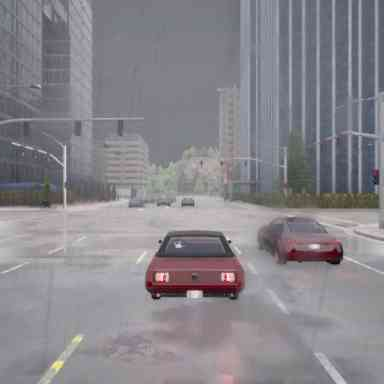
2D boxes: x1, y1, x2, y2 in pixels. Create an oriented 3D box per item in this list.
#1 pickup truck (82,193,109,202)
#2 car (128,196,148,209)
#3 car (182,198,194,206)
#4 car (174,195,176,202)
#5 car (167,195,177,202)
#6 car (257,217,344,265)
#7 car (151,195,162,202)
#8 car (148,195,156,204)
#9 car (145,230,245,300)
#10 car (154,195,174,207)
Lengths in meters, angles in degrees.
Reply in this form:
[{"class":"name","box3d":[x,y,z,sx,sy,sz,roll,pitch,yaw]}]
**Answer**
[{"class":"pickup truck","box3d":[-21.165,1.056,73.415,2.390,2.098,6.274,0,0,30]},{"class":"car","box3d":[-7.747,1.499,46.689,1.837,1.490,4.892,0,1,-1]},{"class":"car","box3d":[-0.654,1.562,53.308,1.994,1.385,4.181,0,0,-1]},{"class":"car","box3d":[-4.450,1.498,63.106,1.837,1.490,4.892,0,1,-1]},{"class":"car","box3d":[-4.600,1.519,77.508,2.128,1.511,4.902,0,0,-1]},{"class":"car","box3d":[3.582,1.563,11.715,1.994,1.385,4.181,0,0,0]},{"class":"car","box3d":[-8.094,1.520,77.075,2.128,1.511,4.902,0,0,-1]},{"class":"car","box3d":[-7.937,1.504,61.928,1.837,1.490,4.892,0,0,0]},{"class":"car","box3d":[0.074,1.601,8.358,1.895,1.301,4.718,0,0,0]},{"class":"car","box3d":[-4.315,1.562,52.021,1.994,1.385,4.181,0,0,-1]}]
